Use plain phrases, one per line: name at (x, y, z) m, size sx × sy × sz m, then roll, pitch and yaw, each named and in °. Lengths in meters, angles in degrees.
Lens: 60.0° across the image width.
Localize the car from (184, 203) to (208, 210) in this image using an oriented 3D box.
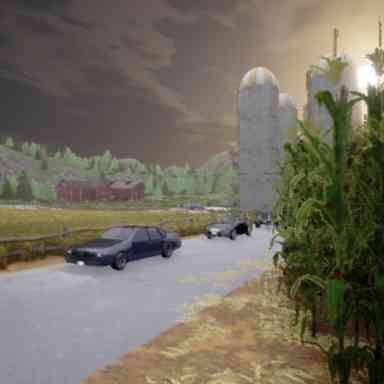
car at (0.991, 3.908, 88.717) m, size 4.611 × 1.667 × 2.242 m, roll -1°, pitch -2°, yaw 29°

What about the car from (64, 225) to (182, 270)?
car at (-2.430, 2.071, 13.435) m, size 2.033 × 1.411 × 5.357 m, roll -1°, pitch -2°, yaw 29°

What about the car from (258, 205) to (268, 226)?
car at (7.690, 2.270, 31.435) m, size 2.150 × 2.045 × 5.566 m, roll -1°, pitch -2°, yaw 30°

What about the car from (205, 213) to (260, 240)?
car at (2.562, 2.296, 22.347) m, size 2.128 × 1.511 × 4.902 m, roll -1°, pitch -2°, yaw 29°
